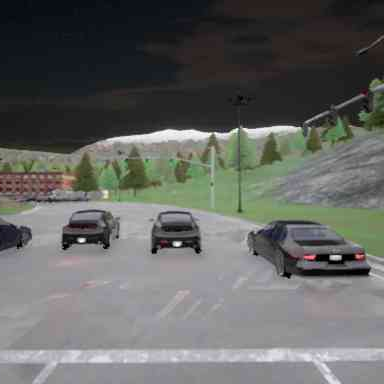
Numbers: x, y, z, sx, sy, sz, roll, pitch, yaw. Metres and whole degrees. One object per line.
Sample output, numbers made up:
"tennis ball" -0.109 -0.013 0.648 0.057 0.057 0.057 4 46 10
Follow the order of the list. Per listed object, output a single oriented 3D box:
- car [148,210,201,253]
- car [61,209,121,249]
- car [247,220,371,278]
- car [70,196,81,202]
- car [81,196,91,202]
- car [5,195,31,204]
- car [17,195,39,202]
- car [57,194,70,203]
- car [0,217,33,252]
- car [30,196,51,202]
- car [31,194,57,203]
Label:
"car" -0.726 1.521 13.785 1.837 1.490 4.892 0 0 -5
"car" -4.336 1.528 14.744 1.837 1.490 4.892 0 0 -6
"car" 3.121 1.555 10.130 2.033 1.411 5.357 0 0 -4
"car" -28.381 1.675 76.493 4.181 1.385 1.994 0 0 33
"car" -26.438 1.663 79.407 5.357 1.411 2.033 0 0 33
"car" -35.743 1.623 68.774 4.892 1.490 1.837 0 0 29
"car" -38.423 1.572 78.010 4.892 1.490 1.837 0 0 22
"car" -29.649 1.644 73.133 4.674 1.442 1.812 0 0 33
"car" -7.528 1.570 11.741 2.033 1.411 5.357 0 0 -5
"car" -37.038 1.661 81.224 4.718 1.301 1.895 0 0 22
"car" -31.184 1.618 69.926 4.892 1.490 1.837 0 0 36
